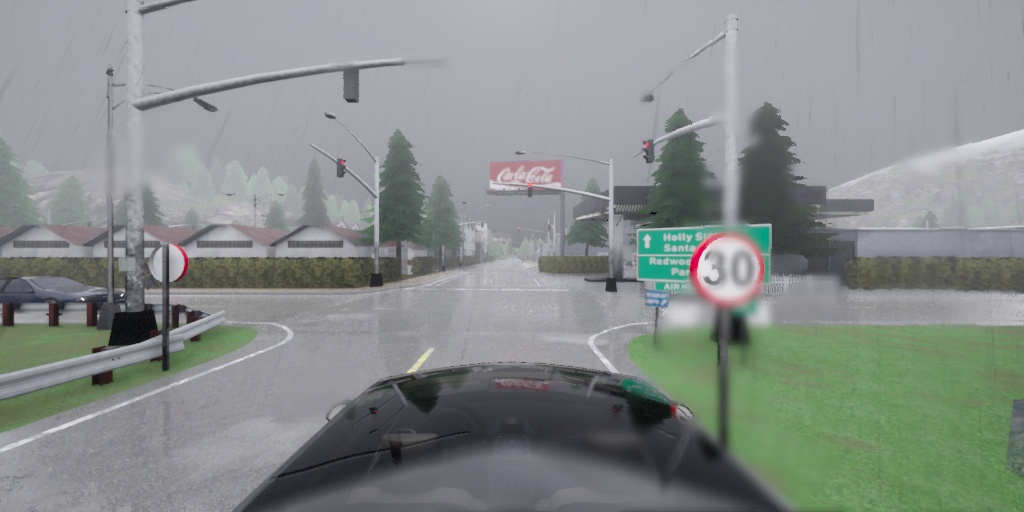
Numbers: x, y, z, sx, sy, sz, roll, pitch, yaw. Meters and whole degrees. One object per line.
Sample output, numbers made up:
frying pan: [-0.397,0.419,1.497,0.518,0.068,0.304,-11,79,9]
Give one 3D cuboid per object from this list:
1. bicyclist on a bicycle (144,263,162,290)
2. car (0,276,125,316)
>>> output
bicyclist on a bicycle: [-21.672,1.241,21.339,0.582,1.620,1.656,0,0,1]
car: [-18.321,1.487,13.778,5.357,1.411,2.033,0,0,-2]
